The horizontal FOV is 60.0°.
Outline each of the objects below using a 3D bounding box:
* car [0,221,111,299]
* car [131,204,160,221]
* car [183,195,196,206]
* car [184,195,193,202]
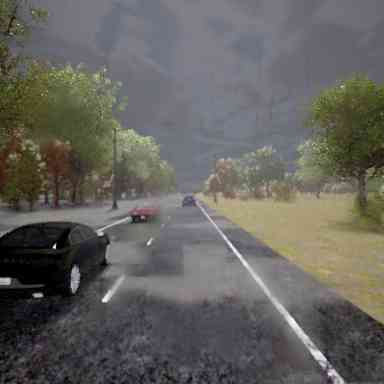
[{"bbox_3d":[-3.472,1.487,8.568,1.882,1.535,5.008,0,0,-1],"label":"car"},{"bbox_3d":[-3.665,1.598,26.968,1.895,1.301,4.718,0,0,-1],"label":"car"},{"bbox_3d":[-0.457,1.316,54.562,2.097,1.767,4.553,0,0,-1],"label":"car"},{"bbox_3d":[-0.751,1.455,73.211,1.837,1.490,4.892,0,0,-1],"label":"car"}]
